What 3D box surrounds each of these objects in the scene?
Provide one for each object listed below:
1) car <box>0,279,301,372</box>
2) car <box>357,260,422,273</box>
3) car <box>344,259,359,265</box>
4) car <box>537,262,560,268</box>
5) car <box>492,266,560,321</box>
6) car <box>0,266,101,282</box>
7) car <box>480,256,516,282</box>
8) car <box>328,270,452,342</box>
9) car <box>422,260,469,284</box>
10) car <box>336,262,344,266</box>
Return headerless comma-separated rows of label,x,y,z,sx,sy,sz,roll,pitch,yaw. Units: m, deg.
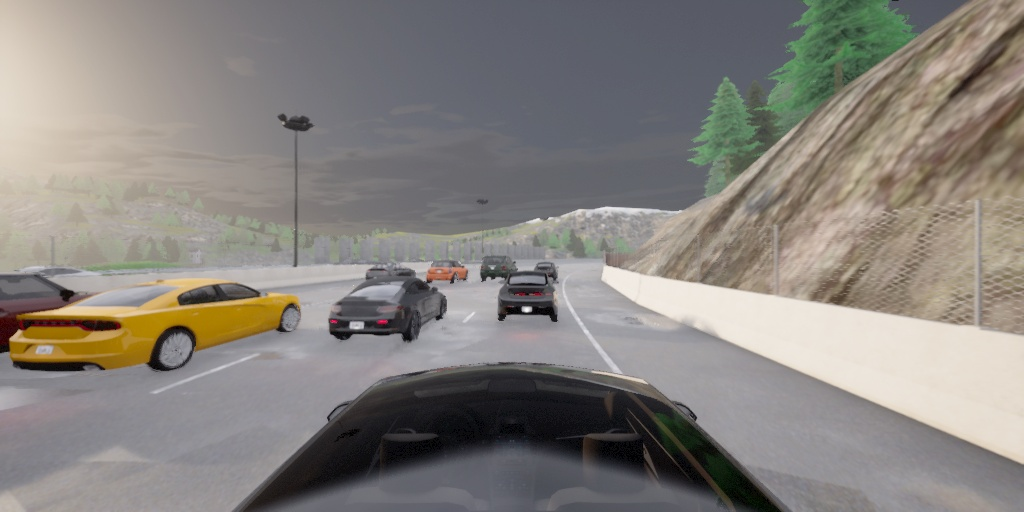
car,-6.694,1.215,7.680,1.882,1.535,5.008,0,0,2
car,-8.548,1.237,25.594,2.128,1.511,4.902,0,0,8
car,-21.131,1.280,51.757,2.033,1.411,5.357,0,0,16
car,2.957,1.284,30.864,1.837,1.490,4.892,0,0,10
car,0.588,1.264,12.573,1.837,1.490,4.892,0,0,4
car,-10.211,1.080,7.034,2.097,1.767,4.553,0,0,2
car,-0.995,0.989,28.758,2.150,2.045,5.566,0,0,9
car,-3.114,1.274,9.724,1.812,1.442,4.674,0,0,3
car,-4.767,1.108,27.131,2.097,1.767,4.553,0,0,9
car,-24.169,1.219,53.803,2.128,1.511,4.902,0,0,16
